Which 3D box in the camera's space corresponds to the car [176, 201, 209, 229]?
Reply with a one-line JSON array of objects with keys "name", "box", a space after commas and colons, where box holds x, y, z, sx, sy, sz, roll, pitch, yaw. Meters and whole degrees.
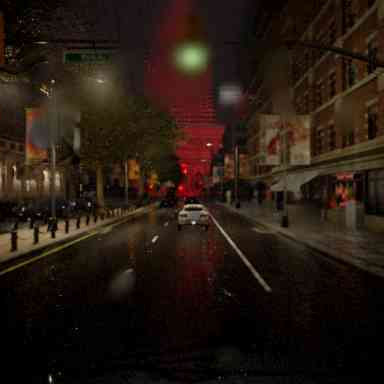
[{"name": "car", "box": [0.092, 1.500, 21.114, 1.812, 1.442, 4.674, 0, 0, 0]}]

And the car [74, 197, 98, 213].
[{"name": "car", "box": [-11.514, 1.308, 36.512, 2.097, 1.767, 4.553, 0, 0, 0]}]

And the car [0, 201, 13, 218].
[{"name": "car", "box": [-15.025, 1.474, 26.065, 1.837, 1.490, 4.892, 0, 0, 1]}]

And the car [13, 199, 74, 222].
[{"name": "car", "box": [-11.529, 1.516, 26.292, 2.033, 1.411, 5.357, 0, 0, 0]}]

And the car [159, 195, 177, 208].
[{"name": "car", "box": [-3.517, 1.506, 47.091, 1.994, 1.385, 4.181, 0, 0, 0]}]

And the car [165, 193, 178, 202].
[{"name": "car", "box": [-3.521, 1.153, 56.243, 2.150, 2.045, 5.566, 0, 0, 0]}]

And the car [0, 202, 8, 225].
[{"name": "car", "box": [-11.590, 1.458, 16.478, 1.882, 1.535, 5.008, 0, 0, 0]}]

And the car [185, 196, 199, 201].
[{"name": "car", "box": [-0.001, 1.292, 48.320, 2.097, 1.767, 4.553, 0, 0, 0]}]
